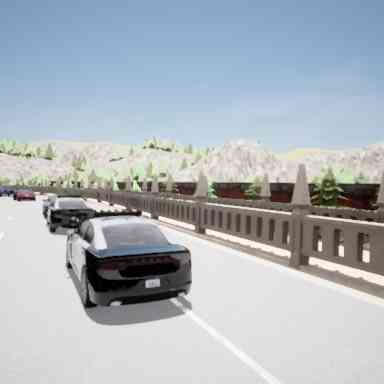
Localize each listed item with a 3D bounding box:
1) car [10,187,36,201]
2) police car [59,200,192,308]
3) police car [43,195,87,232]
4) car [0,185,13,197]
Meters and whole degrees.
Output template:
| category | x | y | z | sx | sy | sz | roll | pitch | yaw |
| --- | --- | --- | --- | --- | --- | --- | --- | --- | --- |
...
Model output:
| category | x | y | z | sx | sy | sz | roll | pitch | yaw |
| --- | --- | --- | --- | --- | --- | --- | --- | --- | --- |
| car | -20.374 | 0.337 | 40.378 | 1.994 | 1.385 | 4.181 | 0 | 1 | -35 |
| police car | -1.783 | 1.230 | 7.787 | 1.930 | 1.638 | 5.238 | 0 | 1 | -26 |
| police car | -6.210 | 0.960 | 16.750 | 1.930 | 1.638 | 5.238 | 0 | 1 | -26 |
| car | -28.542 | -0.247 | 50.875 | 2.097 | 1.767 | 4.553 | 0 | 2 | -43 |
